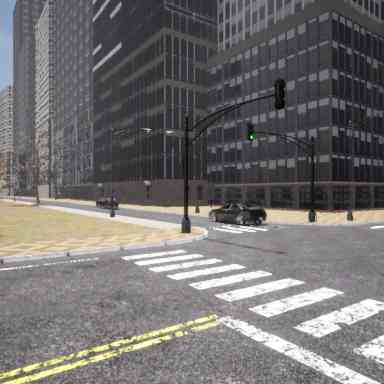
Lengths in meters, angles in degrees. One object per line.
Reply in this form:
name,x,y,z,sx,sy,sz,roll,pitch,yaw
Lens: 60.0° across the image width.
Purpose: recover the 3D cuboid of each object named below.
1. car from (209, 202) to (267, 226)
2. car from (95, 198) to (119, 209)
car,3.172,1.507,23.923,1.837,1.490,4.892,0,0,-35
car,-11.499,1.492,44.882,2.128,1.511,4.902,0,0,-35
